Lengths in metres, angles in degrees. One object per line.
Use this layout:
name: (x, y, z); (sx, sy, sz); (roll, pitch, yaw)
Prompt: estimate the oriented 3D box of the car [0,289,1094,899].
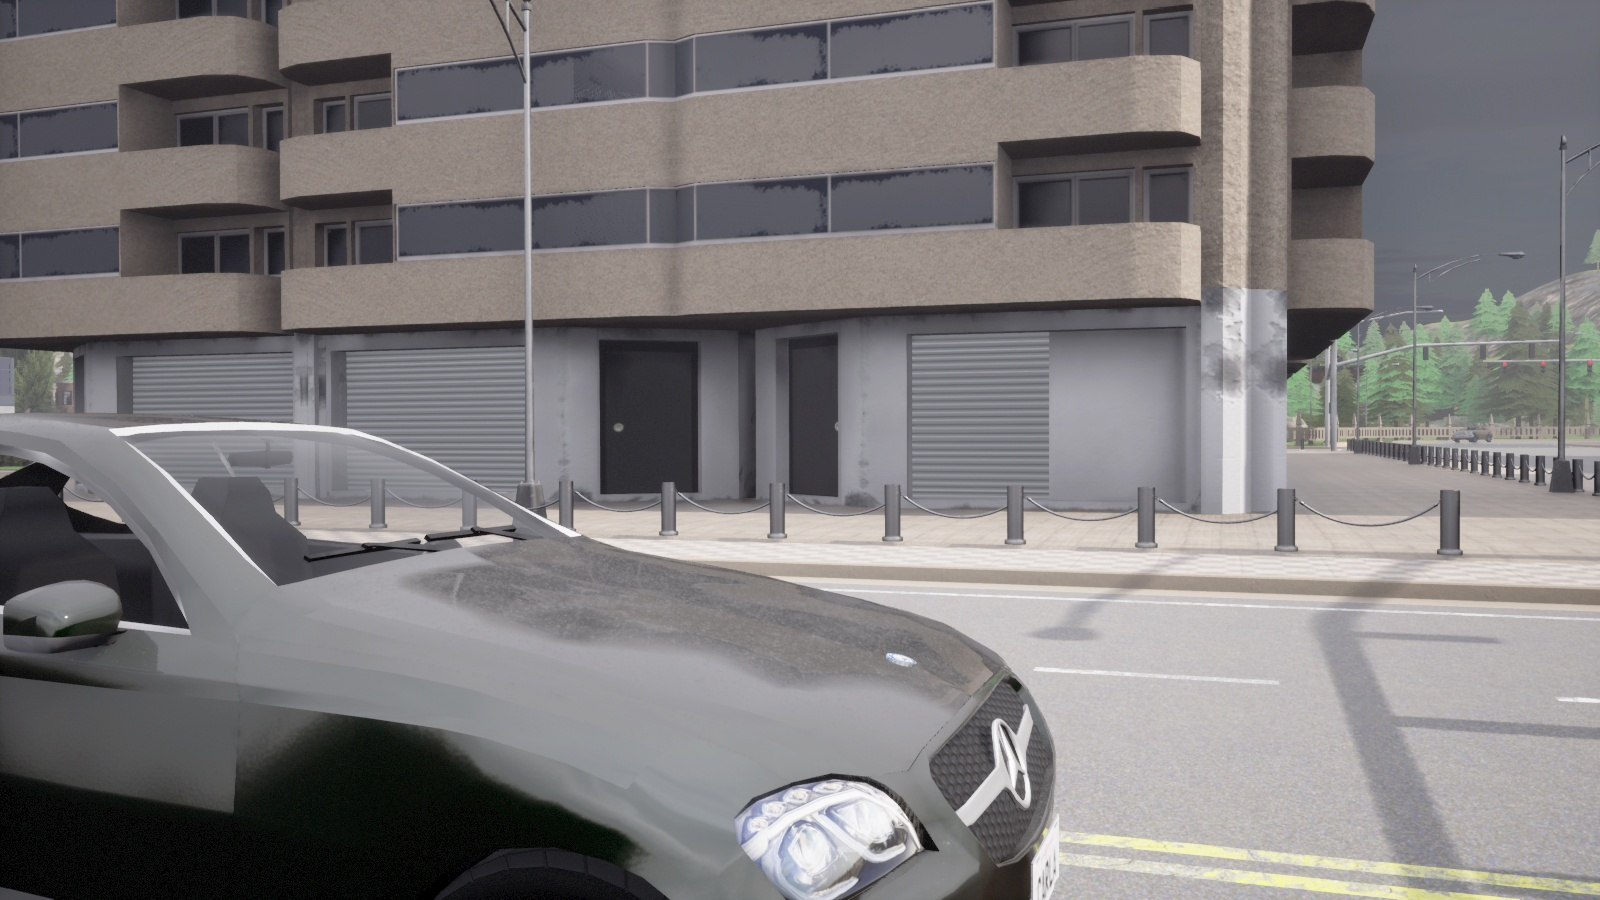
car: (-1.794, 0.538, 3.794); (5.027, 1.651, 2.152); (1, 1, 19)
